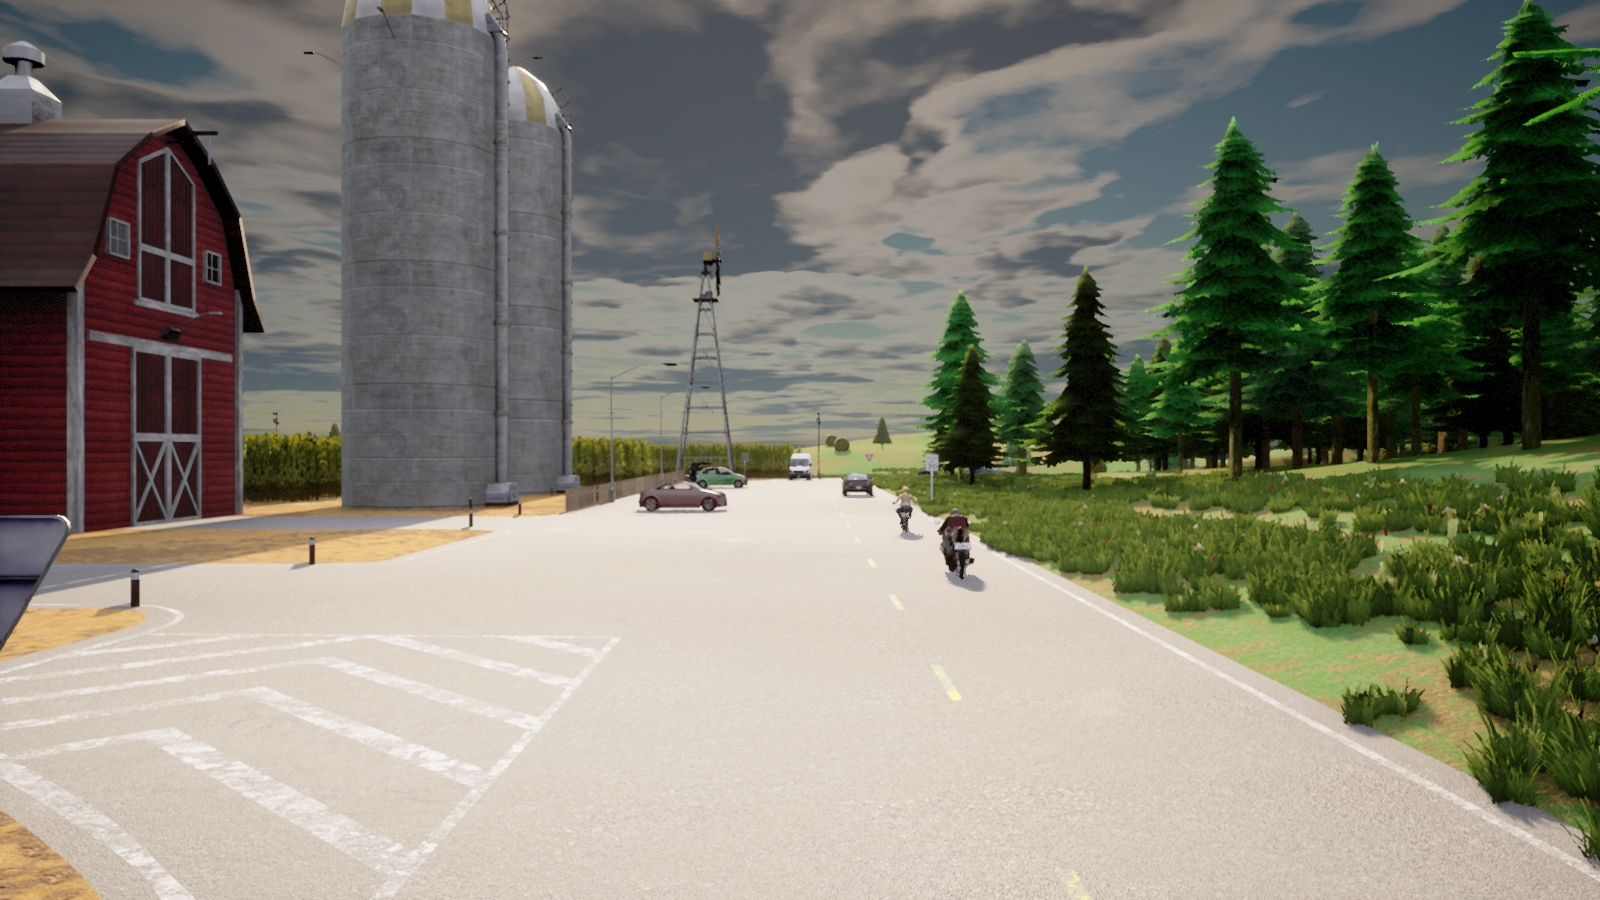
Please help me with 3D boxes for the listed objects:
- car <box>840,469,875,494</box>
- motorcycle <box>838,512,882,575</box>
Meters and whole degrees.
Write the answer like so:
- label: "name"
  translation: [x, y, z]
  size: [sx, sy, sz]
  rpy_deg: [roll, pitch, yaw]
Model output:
- label: "car"
  translation: [3.601, 1.989, 72.224]
  size: [2.002, 1.442, 4.674]
  rpy_deg: [0, 0, 0]
- label: "motorcycle"
  translation: [1.341, 2.083, 25.849]
  size: [0.867, 1.251, 2.209]
  rpy_deg: [0, 0, 0]
